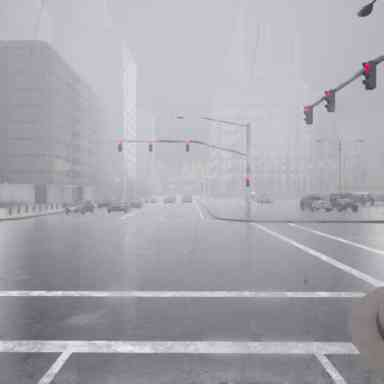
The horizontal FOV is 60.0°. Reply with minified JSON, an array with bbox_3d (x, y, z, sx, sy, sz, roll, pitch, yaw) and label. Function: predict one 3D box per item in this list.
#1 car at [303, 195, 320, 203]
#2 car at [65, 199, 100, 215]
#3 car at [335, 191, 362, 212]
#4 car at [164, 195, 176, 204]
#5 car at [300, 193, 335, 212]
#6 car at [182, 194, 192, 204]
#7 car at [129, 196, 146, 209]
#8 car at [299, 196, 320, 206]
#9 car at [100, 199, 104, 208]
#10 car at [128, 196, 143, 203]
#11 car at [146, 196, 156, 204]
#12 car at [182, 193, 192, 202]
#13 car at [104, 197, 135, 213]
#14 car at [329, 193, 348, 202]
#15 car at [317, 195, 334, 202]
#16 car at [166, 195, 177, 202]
[{"bbox_3d":[24.508,1.395,68.301,1.970,1.475,3.806,0,0,0],"label":"car"},{"bbox_3d":[-11.450,1.491,34.182,2.128,1.511,4.902,0,0,0],"label":"car"},{"bbox_3d":[16.085,1.156,35.719,1.905,1.878,3.866,0,0,0],"label":"car"},{"bbox_3d":[-4.511,1.564,65.605,1.994,1.385,4.181,0,0,0],"label":"car"},{"bbox_3d":[13.191,1.153,35.769,1.932,1.855,4.605,0,0,0],"label":"car"},{"bbox_3d":[-1.011,1.601,65.703,1.895,1.301,4.718,0,0,0],"label":"car"},{"bbox_3d":[-8.007,1.352,45.486,2.097,1.767,4.553,0,0,0],"label":"car"},{"bbox_3d":[18.763,1.395,53.190,1.970,1.475,3.806,0,0,0],"label":"car"},{"bbox_3d":[-11.506,1.600,45.362,1.895,1.301,4.718,0,0,0],"label":"car"},{"bbox_3d":[-11.529,1.547,68.091,2.033,1.411,5.357,0,0,0],"label":"car"},{"bbox_3d":[-8.048,1.491,64.021,2.128,1.511,4.902,0,0,0],"label":"car"},{"bbox_3d":[-1.056,1.181,74.431,2.097,1.767,4.553,0,0,0],"label":"car"},{"bbox_3d":[-7.963,1.564,36.774,1.994,1.385,4.181,0,0,0],"label":"car"},{"bbox_3d":[30.086,1.153,68.360,1.932,1.855,4.605,0,0,0],"label":"car"},{"bbox_3d":[27.403,1.364,68.305,1.784,1.438,3.905,0,0,0],"label":"car"},{"bbox_3d":[-4.556,1.351,74.443,2.128,1.511,4.902,0,0,0],"label":"car"}]
